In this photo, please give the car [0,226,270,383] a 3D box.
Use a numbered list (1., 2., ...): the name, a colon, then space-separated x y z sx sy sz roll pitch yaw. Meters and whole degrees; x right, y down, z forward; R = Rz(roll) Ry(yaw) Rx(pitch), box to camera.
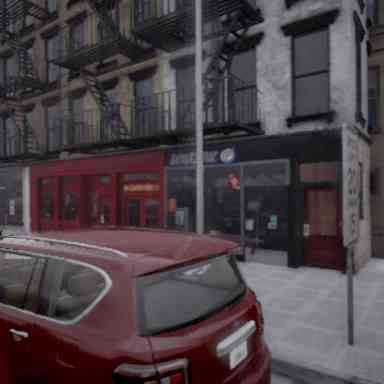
1. car: -1.587 1.350 3.942 5.009 1.841 2.192 -1 0 36
